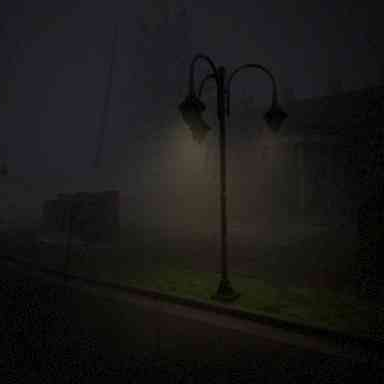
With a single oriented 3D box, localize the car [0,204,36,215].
[{"bbox_3d":[-21.109,2.047,40.359,1.895,1.301,4.718,-1,-1,7],"label":"car"}]
